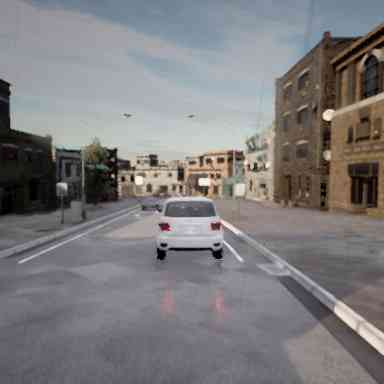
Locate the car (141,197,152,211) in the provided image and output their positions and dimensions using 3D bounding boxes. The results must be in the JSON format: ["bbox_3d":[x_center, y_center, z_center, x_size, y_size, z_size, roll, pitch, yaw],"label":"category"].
[{"bbox_3d":[-4.729,1.370,38.374,1.837,1.490,4.892,0,0,-2],"label":"car"}]

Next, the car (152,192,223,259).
[{"bbox_3d":[-0.139,1.177,12.629,2.150,2.045,5.566,0,0,-2],"label":"car"}]

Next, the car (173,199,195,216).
[{"bbox_3d":[-0.827,1.431,32.562,2.033,1.411,5.357,0,0,-2],"label":"car"}]

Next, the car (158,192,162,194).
[{"bbox_3d":[-7.243,0.675,79.334,1.812,1.442,4.674,-1,1,-19],"label":"car"}]
